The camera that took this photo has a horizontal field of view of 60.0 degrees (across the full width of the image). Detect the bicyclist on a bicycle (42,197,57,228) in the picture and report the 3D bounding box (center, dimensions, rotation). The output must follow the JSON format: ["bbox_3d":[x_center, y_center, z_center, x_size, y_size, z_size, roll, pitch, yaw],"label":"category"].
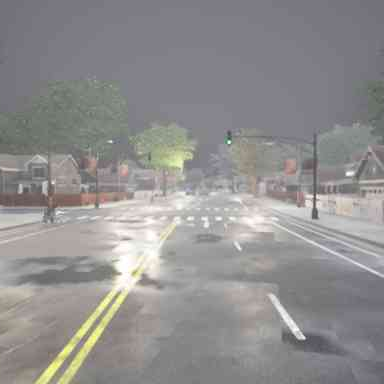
[{"bbox_3d":[-8.322,1.176,19.413,0.659,1.776,1.843,0,0,2],"label":"bicyclist on a bicycle"}]

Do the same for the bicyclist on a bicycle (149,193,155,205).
[{"bbox_3d":[-5.463,0.952,45.432,0.866,1.612,1.509,0,1,4],"label":"bicyclist on a bicycle"}]

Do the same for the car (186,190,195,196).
[{"bbox_3d":[-0.336,0.238,79.525,1.994,1.385,4.181,0,1,7],"label":"car"}]

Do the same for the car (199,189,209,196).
[{"bbox_3d":[2.898,0.051,79.198,2.097,1.767,4.553,0,1,7],"label":"car"}]
